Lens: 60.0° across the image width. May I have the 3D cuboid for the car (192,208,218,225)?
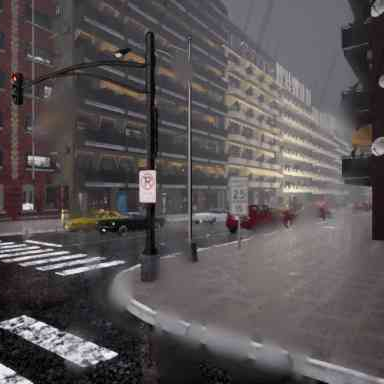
[{"bbox_3d":[1.982,2.093,28.997,1.895,1.301,4.718,0,-1,35],"label":"car"}]

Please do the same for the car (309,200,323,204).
[{"bbox_3d":[23.182,2.771,63.834,1.887,1.381,4.507,-1,-2,35],"label":"car"}]

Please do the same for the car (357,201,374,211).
[{"bbox_3d":[33.301,2.621,63.743,2.192,1.841,5.009,-1,-2,35],"label":"car"}]

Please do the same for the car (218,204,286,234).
[{"bbox_3d":[4.077,1.711,21.982,2.192,1.841,5.009,-1,-2,35],"label":"car"}]

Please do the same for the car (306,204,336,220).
[{"bbox_3d":[13.820,2.284,35.895,1.802,1.307,4.206,-1,-2,35],"label":"car"}]

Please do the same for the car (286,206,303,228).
[{"bbox_3d":[7.326,2.043,26.616,1.887,1.381,4.507,-1,-2,35],"label":"car"}]

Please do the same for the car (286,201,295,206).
[{"bbox_3d":[13.342,2.446,49.773,1.752,1.417,4.829,-1,-2,35],"label":"car"}]

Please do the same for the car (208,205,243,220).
[{"bbox_3d":[3.699,2.164,35.992,1.887,1.381,4.507,-1,-2,35],"label":"car"}]

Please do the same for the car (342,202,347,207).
[{"bbox_3d":[39.419,3.282,87.036,1.947,1.339,4.313,-1,-2,35],"label":"car"}]

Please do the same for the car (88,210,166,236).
[{"bbox_3d":[-3.762,1.911,20.789,1.895,1.301,4.718,0,-1,35],"label":"car"}]

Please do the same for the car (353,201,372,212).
[{"bbox_3d":[30.053,2.522,59.102,2.192,1.841,5.009,-1,-2,35],"label":"car"}]

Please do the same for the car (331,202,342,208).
[{"bbox_3d":[32.924,3.067,77.754,1.887,1.381,4.507,-1,-2,35],"label":"car"}]

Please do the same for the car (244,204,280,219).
[{"bbox_3d":[7.954,2.171,37.510,2.128,1.511,4.902,0,-1,35],"label":"car"}]

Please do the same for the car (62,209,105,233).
[{"bbox_3d":[-6.141,1.834,21.932,1.752,1.417,4.829,-1,-2,35],"label":"car"}]

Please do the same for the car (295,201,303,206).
[{"bbox_3d":[16.686,2.340,54.558,2.192,1.841,5.009,-1,-2,35],"label":"car"}]

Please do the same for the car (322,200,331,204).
[{"bbox_3d":[26.427,2.640,68.479,2.192,1.841,5.009,-1,-2,35],"label":"car"}]
